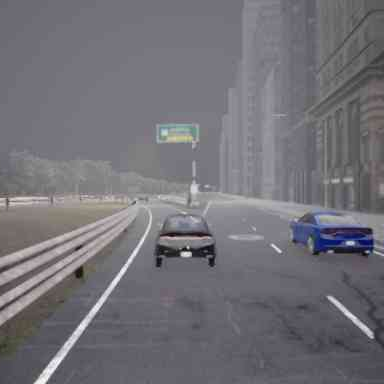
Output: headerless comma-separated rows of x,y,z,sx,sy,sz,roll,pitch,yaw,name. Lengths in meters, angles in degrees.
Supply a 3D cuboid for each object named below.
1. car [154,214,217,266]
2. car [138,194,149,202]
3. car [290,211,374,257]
-0.269,1.510,11.594,2.128,1.511,4.902,0,0,-3,car
-10.576,1.203,72.312,2.097,1.767,4.553,0,0,-12,car
5.200,1.478,13.032,1.882,1.535,5.008,0,0,4,car
